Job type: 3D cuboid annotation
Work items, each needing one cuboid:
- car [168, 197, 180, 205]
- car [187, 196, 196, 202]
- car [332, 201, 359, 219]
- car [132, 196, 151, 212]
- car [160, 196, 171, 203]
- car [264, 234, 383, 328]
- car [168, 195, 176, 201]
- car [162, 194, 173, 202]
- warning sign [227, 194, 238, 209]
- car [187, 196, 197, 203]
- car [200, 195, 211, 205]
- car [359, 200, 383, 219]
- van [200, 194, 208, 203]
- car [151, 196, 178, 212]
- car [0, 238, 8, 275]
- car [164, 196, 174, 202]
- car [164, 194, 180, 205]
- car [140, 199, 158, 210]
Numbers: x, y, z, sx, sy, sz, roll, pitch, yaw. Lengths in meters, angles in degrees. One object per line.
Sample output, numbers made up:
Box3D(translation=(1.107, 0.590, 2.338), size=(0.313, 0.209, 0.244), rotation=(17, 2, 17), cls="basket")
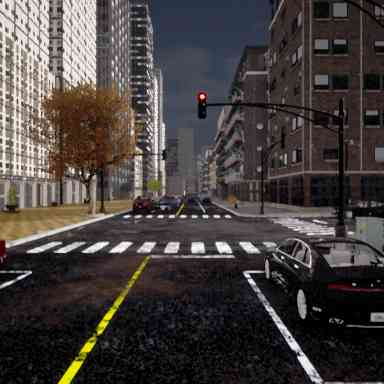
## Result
Box3D(translation=(-3.127, 1.665, 59.565), size=(1.895, 1.301, 4.718), rotation=(0, 0, 0), cls="car")
Box3D(translation=(-0.067, 1.654, 78.862), size=(1.994, 1.385, 4.181), rotation=(0, 0, 0), cls="car")
Box3D(translation=(13.403, 1.360, 26.340), size=(4.403, 1.369, 2.008), rotation=(-1, 1, -1), cls="car")
Box3D(translation=(-5.726, 1.351, 39.307), size=(2.192, 1.841, 5.009), rotation=(0, 0, 0), cls="car")
Box3D(translation=(-5.753, 1.654, 72.444), size=(1.947, 1.339, 4.313), rotation=(0, 0, 0), cls="car")
Box3D(translation=(2.682, 1.554, 6.925), size=(2.008, 1.369, 4.403), rotation=(0, 0, 0), cls="car")
Box3D(translation=(-5.772, 1.689, 94.535), size=(2.008, 1.369, 4.403), rotation=(0, 0, 0), cls="car")
Box3D(translation=(-5.758, 1.415, 77.966), size=(2.192, 1.841, 5.009), rotation=(0, 0, 0), cls="car")
Box3D(translation=(5.033, 1.154, 41.441), size=(1.300, 1.860, 1.060), rotation=(0, 0, 0), cls="warning sign")
Box3D(translation=(0.038, 1.645, 68.917), size=(1.994, 1.385, 4.181), rotation=(0, 0, 0), cls="car")
Box3D(translation=(2.637, 1.633, 61.404), size=(1.947, 1.339, 4.313), rotation=(0, 0, 0), cls="car")
Box3D(translation=(14.708, 1.354, 23.775), size=(4.181, 1.385, 1.994), rotation=(-1, 0, -1), cls="car")
Box3D(translation=(2.627, 1.429, 72.451), size=(1.690, 1.788, 3.998), rotation=(0, 0, 0), cls="van")
Box3D(translation=(-3.133, 1.526, 38.486), size=(2.128, 1.511, 4.902), rotation=(0, 0, 0), cls="car")
Box3D(translation=(-5.698, 1.548, 6.918), size=(1.887, 1.381, 4.507), rotation=(0, 0, 0), cls="car")
Box3D(translation=(-5.763, 1.663, 83.490), size=(2.008, 1.369, 4.403), rotation=(0, 0, 0), cls="car")
Box3D(translation=(-3.137, 1.400, 48.364), size=(2.097, 1.767, 4.553), rotation=(0, 0, 0), cls="car")
Box3D(translation=(-5.730, 1.609, 44.829), size=(1.947, 1.339, 4.313), rotation=(0, 0, 0), cls="car")
